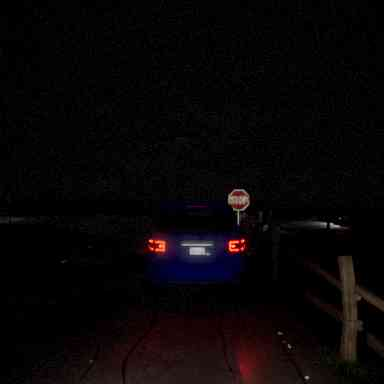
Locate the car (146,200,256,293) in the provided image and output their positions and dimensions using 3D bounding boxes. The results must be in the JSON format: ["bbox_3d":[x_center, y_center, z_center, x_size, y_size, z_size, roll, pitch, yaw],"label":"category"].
[{"bbox_3d":[0.083,1.214,8.992,2.150,2.045,5.566,0,0,0],"label":"car"}]

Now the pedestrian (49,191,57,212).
[{"bbox_3d":[-12.080,0.778,28.947,0.375,1.860,0.375,0,1,0],"label":"pedestrian"}]

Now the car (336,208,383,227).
[{"bbox_3d":[13.516,1.951,25.847,4.181,1.385,1.994,2,3,1],"label":"car"}]

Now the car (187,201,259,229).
[{"bbox_3d":[2.076,1.573,22.979,4.674,1.442,1.812,4,1,0],"label":"car"}]
